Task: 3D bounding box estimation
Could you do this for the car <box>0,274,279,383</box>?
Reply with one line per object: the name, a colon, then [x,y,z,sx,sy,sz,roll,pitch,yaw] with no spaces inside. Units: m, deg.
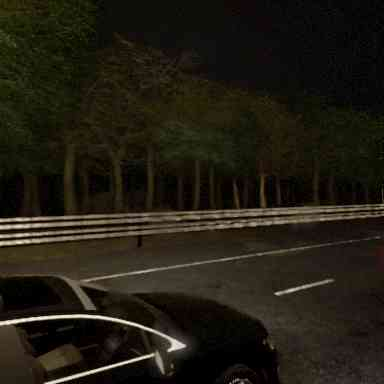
car: [-1.343,1.500,2.750,4.892,1.490,1.837,0,0,-35]
